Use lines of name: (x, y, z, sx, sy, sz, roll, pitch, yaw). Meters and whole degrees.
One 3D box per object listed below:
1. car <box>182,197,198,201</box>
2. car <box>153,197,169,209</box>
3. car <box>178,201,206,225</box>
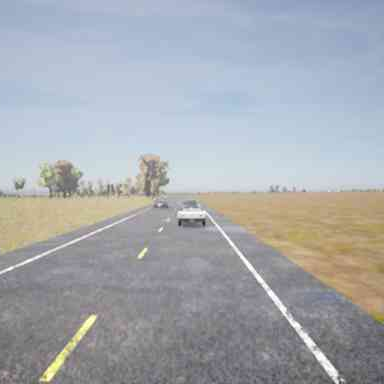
car: (-0.245, 1.418, 41.867, 2.128, 1.511, 4.902, 0, 0, -1)
car: (-3.942, 1.418, 42.818, 2.128, 1.511, 4.902, 0, 0, -1)
car: (-0.020, 1.553, 23.772, 1.895, 1.301, 4.718, 0, 0, -1)
